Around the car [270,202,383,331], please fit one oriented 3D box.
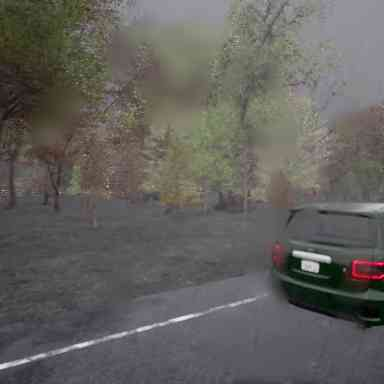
[{"bbox_3d":[3.966,1.210,6.580,5.566,2.045,2.150,0,0,-36],"label":"car"}]
